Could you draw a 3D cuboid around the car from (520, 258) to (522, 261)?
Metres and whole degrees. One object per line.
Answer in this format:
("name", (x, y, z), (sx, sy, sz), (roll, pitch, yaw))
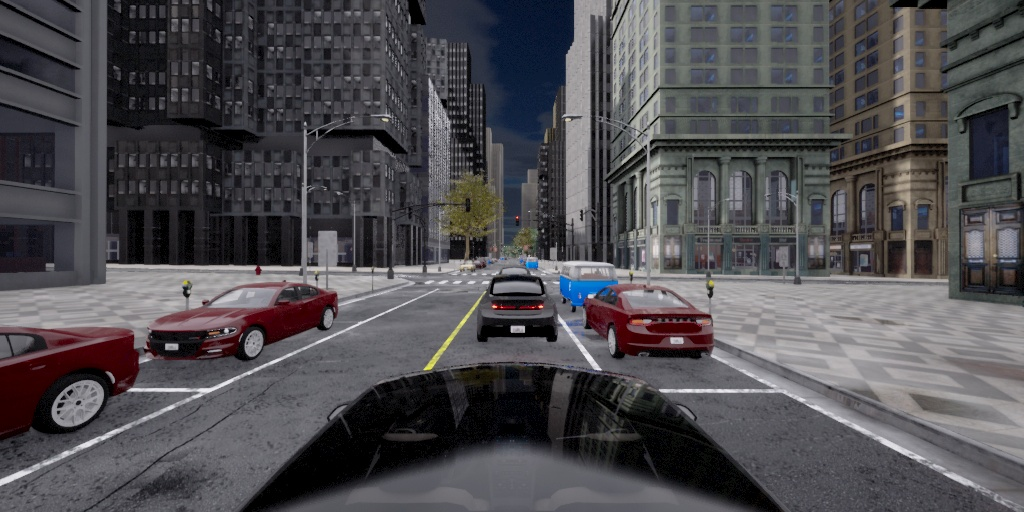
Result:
("car", (2.901, 1.331, 62.621), (1.888, 1.381, 4.507), (0, 0, 0))

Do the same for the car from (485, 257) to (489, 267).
("car", (-5.625, 1.100, 62.286), (2.192, 1.841, 5.009), (0, 0, 0))

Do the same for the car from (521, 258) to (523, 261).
("car", (2.888, 1.346, 57.208), (1.948, 1.339, 4.313), (0, 0, 0))

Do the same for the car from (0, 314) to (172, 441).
("car", (-5.776, 1.295, 2.799), (1.888, 1.381, 4.507), (0, 0, 0))

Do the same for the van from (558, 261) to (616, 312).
("van", (2.804, 1.093, 13.811), (1.690, 1.789, 3.998), (0, 0, 0))

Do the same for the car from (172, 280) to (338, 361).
("car", (-5.765, 1.296, 8.324), (1.888, 1.381, 4.507), (0, 0, 0))

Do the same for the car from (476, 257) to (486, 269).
("car", (-5.637, 1.325, 56.997), (1.888, 1.381, 4.507), (0, 0, 0))

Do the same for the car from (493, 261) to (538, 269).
("car", (0.135, 1.231, 18.939), (1.882, 1.535, 5.008), (0, 0, 0))

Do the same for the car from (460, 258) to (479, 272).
("car", (-5.668, 1.296, 46.247), (1.751, 1.417, 4.829), (0, 0, 0))

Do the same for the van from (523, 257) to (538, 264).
("van", (2.876, 1.116, 51.795), (1.690, 1.789, 3.998), (0, 0, 0))

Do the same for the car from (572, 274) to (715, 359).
("car", (2.790, 1.296, 8.286), (1.888, 1.381, 4.507), (0, 0, 0))

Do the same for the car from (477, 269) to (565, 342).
("car", (0.119, 1.256, 9.762), (1.837, 1.490, 4.892), (0, 0, 0))
